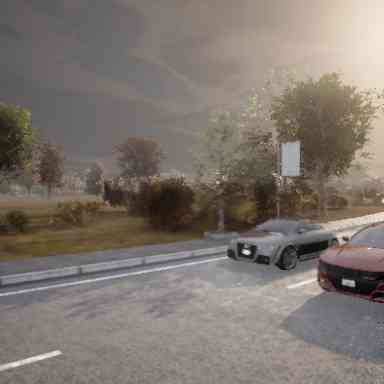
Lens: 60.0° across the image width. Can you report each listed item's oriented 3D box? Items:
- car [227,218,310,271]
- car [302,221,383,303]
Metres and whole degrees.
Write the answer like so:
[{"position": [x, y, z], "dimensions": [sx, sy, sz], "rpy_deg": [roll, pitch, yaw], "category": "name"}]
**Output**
[{"position": [3.129, 1.580, 11.064], "dimensions": [4.181, 1.385, 1.994], "rpy_deg": [0, 0, -40], "category": "car"}, {"position": [4.953, 1.488, 8.025], "dimensions": [5.008, 1.535, 1.882], "rpy_deg": [0, 0, -40], "category": "car"}]
